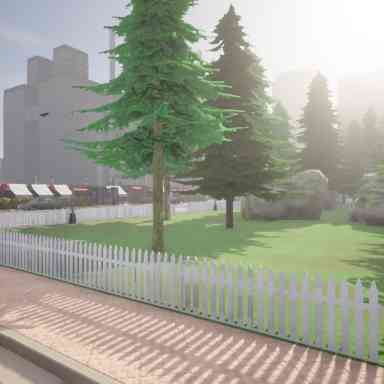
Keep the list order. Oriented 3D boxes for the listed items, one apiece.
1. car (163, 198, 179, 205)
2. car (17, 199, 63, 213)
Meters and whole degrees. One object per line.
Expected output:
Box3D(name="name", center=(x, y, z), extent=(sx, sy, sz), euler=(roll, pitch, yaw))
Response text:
Box3D(name="car", center=(-4.127, 1.477, 55.944), extent=(1.882, 1.535, 5.008), euler=(0, 0, 35))
Box3D(name="car", center=(-16.915, 1.491, 37.110), extent=(2.128, 1.511, 4.902), euler=(0, 0, 34))
